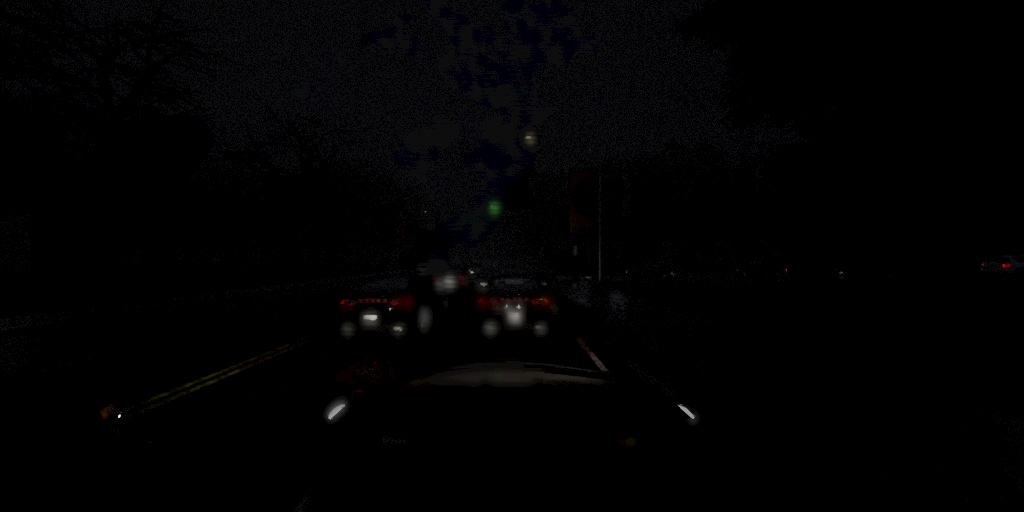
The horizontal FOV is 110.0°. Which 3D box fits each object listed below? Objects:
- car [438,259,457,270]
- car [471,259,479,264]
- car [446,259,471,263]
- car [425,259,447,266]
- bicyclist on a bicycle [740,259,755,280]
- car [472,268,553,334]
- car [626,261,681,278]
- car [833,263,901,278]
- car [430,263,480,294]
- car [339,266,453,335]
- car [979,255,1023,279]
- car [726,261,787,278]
[{"bbox_3d":[-9.940,1.276,55.813,2.128,1.511,4.902,0,0,0],"label":"car"},{"bbox_3d":[-6.696,1.348,55.310,1.994,1.385,4.181,0,0,0],"label":"car"},{"bbox_3d":[-6.684,1.300,45.451,1.812,1.442,4.674,0,0,0],"label":"car"},{"bbox_3d":[-9.936,1.300,45.705,1.812,1.442,4.674,0,0,-1],"label":"car"},{"bbox_3d":[18.079,1.038,27.543,0.582,1.620,1.656,0,0,0],"label":"bicyclist on a bicycle"},{"bbox_3d":[0.077,1.229,10.663,1.882,1.535,5.008,0,0,0],"label":"car"},{"bbox_3d":[13.125,1.232,33.399,4.902,1.511,2.128,0,0,0],"label":"car"},{"bbox_3d":[32.998,1.321,33.406,4.718,1.301,1.895,0,0,0],"label":"car"},{"bbox_3d":[-3.201,1.320,20.494,1.994,1.385,4.181,0,0,0],"label":"car"},{"bbox_3d":[-3.171,1.229,10.557,1.882,1.535,5.008,0,0,0],"label":"car"},{"bbox_3d":[43.533,0.939,30.516,5.566,2.045,2.150,0,0,0],"label":"car"},{"bbox_3d":[22.694,1.206,33.405,5.008,1.535,1.882,0,0,0],"label":"car"}]
